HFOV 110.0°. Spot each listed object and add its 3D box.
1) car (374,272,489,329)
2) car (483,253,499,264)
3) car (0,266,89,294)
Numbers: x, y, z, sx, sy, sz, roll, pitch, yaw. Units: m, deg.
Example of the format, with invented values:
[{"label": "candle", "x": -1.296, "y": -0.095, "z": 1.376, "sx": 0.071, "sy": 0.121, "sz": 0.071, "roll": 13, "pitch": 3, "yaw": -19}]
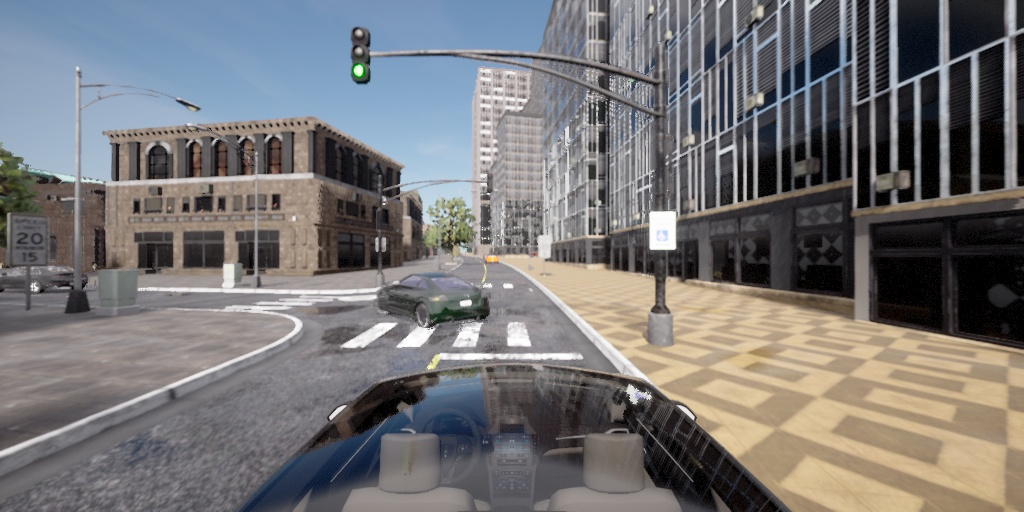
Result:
[{"label": "car", "x": -2.545, "y": 1.183, "z": 10.921, "sx": 1.994, "sy": 1.385, "sz": 4.181, "roll": 0, "pitch": 1, "yaw": -42}, {"label": "car", "x": -3.328, "y": 0.284, "z": 58.220, "sx": 2.097, "sy": 1.767, "sz": 4.553, "roll": 0, "pitch": 1, "yaw": -7}, {"label": "car", "x": -24.145, "y": 1.150, "z": 18.337, "sx": 4.403, "sy": 1.370, "sz": 2.007, "roll": 0, "pitch": 0, "yaw": 9}]
